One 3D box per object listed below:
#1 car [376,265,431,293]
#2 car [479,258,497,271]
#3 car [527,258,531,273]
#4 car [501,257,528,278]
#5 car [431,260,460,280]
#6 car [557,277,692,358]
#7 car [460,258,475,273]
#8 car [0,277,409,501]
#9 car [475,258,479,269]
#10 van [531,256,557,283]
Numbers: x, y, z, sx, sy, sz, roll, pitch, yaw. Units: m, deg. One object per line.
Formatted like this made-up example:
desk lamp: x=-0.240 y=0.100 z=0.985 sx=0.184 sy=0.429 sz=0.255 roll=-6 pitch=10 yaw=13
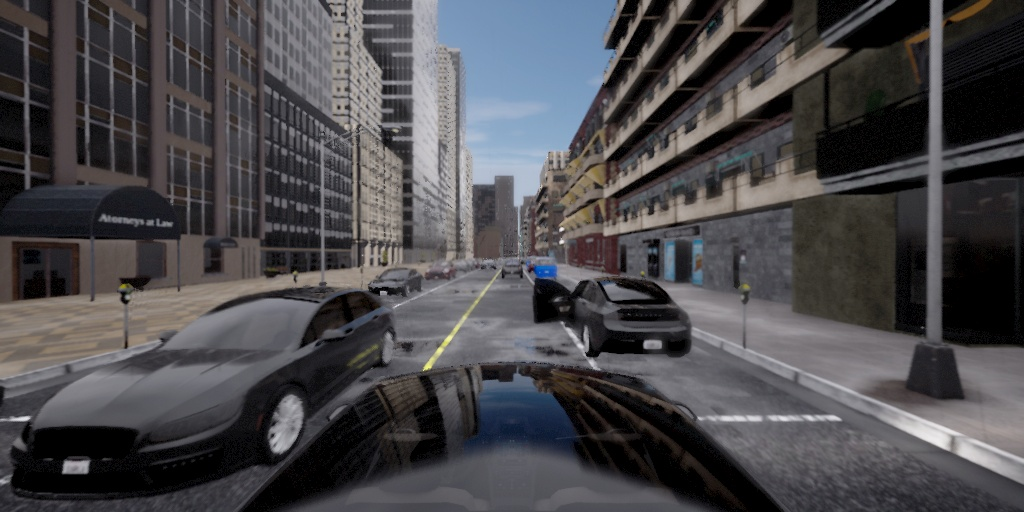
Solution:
car: x=-5.698 y=1.257 z=18.083 sx=1.948 sy=1.339 sz=4.313 roll=0 pitch=0 yaw=0
car: x=-3.017 y=1.135 z=47.581 sx=1.812 sy=1.442 sz=4.674 roll=0 pitch=0 yaw=0
car: x=2.675 y=1.170 z=40.176 sx=1.888 sy=1.381 sz=4.507 roll=0 pitch=0 yaw=0
car: x=0.042 y=1.140 z=31.887 sx=2.128 sy=1.511 sz=4.902 roll=0 pitch=0 yaw=0
car: x=-5.702 y=1.096 z=29.130 sx=1.967 sy=1.591 sz=4.097 roll=0 pitch=0 yaw=0
car: x=2.352 y=1.230 z=8.414 sx=1.837 sy=1.490 sz=4.892 roll=0 pitch=0 yaw=0
car: x=-5.706 y=1.176 z=40.174 sx=2.007 sy=1.370 sz=4.403 roll=0 pitch=0 yaw=0
car: x=-3.102 y=1.243 z=4.976 sx=1.837 sy=1.490 sz=4.892 roll=0 pitch=0 yaw=0
car: x=-5.708 y=1.161 z=45.697 sx=2.007 sy=1.370 sz=4.403 roll=0 pitch=0 yaw=0
van: x=2.679 y=0.997 z=29.132 sx=1.690 sy=1.789 sz=3.998 roll=0 pitch=0 yaw=0
